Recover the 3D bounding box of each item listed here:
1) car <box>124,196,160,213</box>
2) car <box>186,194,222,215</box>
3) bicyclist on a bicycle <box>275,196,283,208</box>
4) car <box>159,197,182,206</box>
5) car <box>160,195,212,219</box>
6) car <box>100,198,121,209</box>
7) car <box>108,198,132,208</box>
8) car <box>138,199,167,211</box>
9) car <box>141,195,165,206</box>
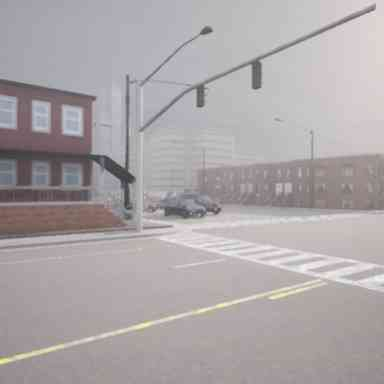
[{"bbox_3d":[-5.737,1.400,37.380,2.097,1.767,4.553,0,0,-36],"label":"car"},{"bbox_3d":[0.698,1.279,34.381,2.150,2.045,5.566,0,0,-36],"label":"car"},{"bbox_3d":[12.235,1.404,46.589,1.656,1.620,0.582,0,0,-36],"label":"bicyclist on a bicycle"},{"bbox_3d":[-3.861,1.593,59.009,1.837,1.490,4.892,0,0,-36],"label":"car"},{"bbox_3d":[-0.648,1.400,30.246,2.097,1.767,4.553,0,0,-36],"label":"car"},{"bbox_3d":[-11.768,1.540,45.853,2.128,1.511,4.902,0,0,-35],"label":"car"},{"bbox_3d":[-11.058,1.659,50.910,1.895,1.301,4.718,0,0,-35],"label":"car"},{"bbox_3d":[-5.106,1.622,42.536,1.994,1.385,4.181,0,0,-35],"label":"car"},{"bbox_3d":[-6.692,1.430,56.951,2.097,1.767,4.553,0,0,-36],"label":"car"}]
